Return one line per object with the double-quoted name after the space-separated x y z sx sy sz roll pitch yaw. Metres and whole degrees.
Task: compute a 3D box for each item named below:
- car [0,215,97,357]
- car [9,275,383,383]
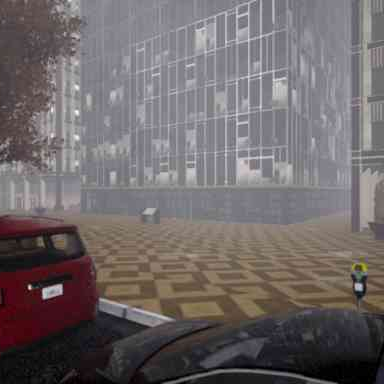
-3.665 1.311 5.501 5.009 1.841 2.192 0 0 36 "car"
0.827 1.565 2.287 4.313 1.339 1.947 0 0 36 "car"
